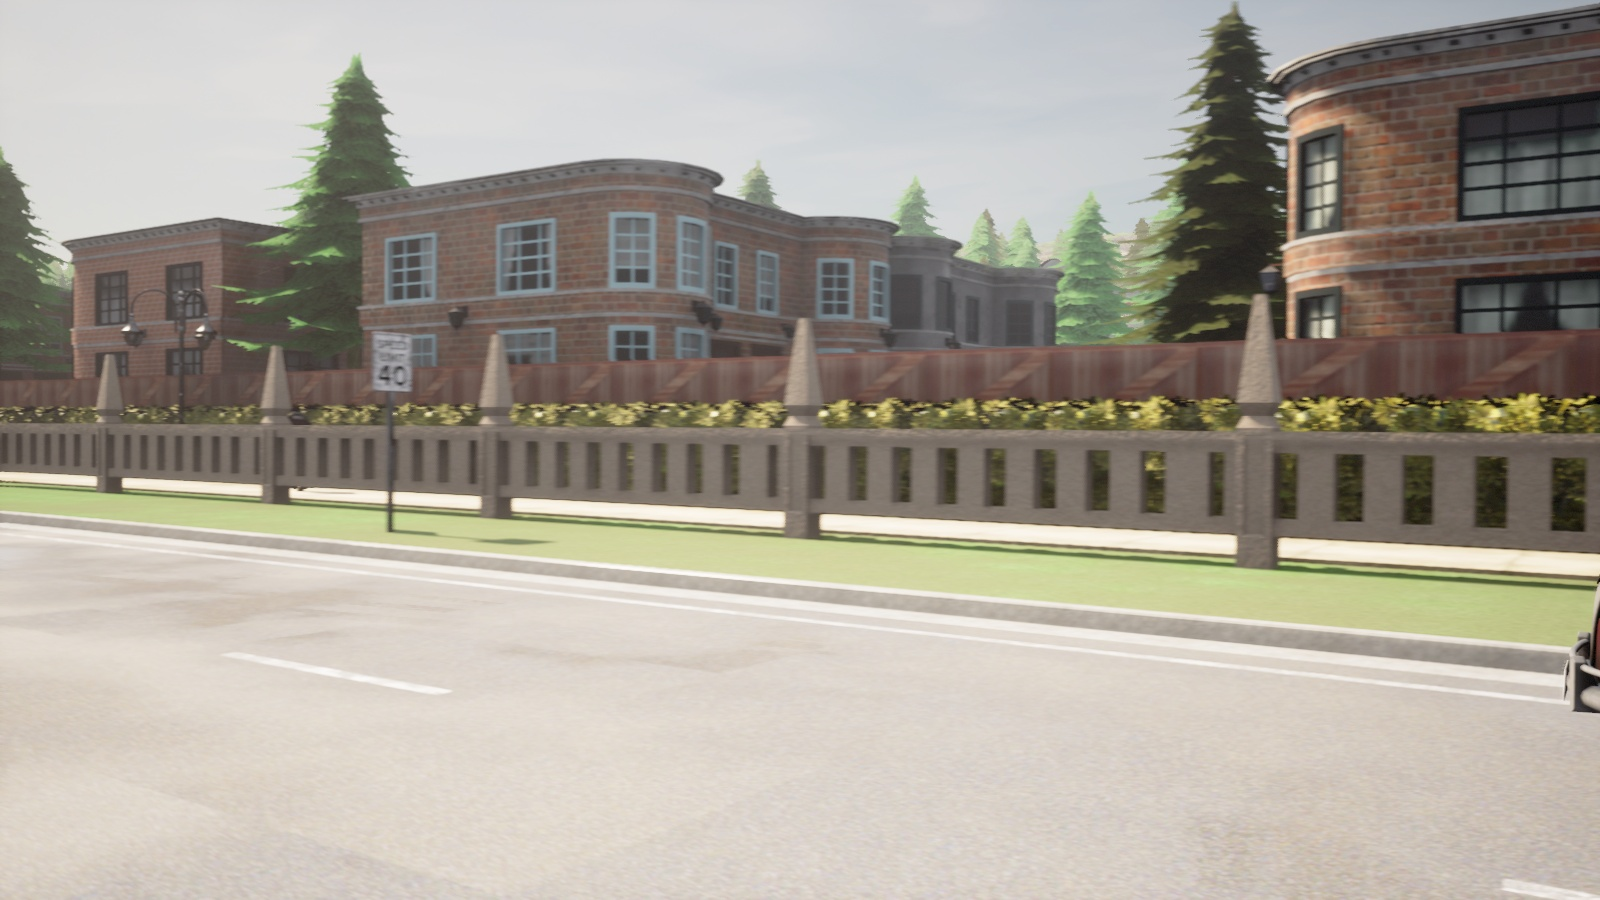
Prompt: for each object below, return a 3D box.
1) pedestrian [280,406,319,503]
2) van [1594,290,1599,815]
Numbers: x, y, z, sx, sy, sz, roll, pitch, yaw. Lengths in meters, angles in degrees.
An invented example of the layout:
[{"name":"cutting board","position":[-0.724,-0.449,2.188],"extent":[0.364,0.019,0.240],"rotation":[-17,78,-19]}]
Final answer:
[{"name":"pedestrian","position":[-10.128,0.086,25.424],"extent":[0.666,1.930,0.402],"rotation":[0,1,34]},{"name":"van","position":[5.350,0.377,4.266],"extent":[4.442,1.987,1.775],"rotation":[0,1,34]}]
